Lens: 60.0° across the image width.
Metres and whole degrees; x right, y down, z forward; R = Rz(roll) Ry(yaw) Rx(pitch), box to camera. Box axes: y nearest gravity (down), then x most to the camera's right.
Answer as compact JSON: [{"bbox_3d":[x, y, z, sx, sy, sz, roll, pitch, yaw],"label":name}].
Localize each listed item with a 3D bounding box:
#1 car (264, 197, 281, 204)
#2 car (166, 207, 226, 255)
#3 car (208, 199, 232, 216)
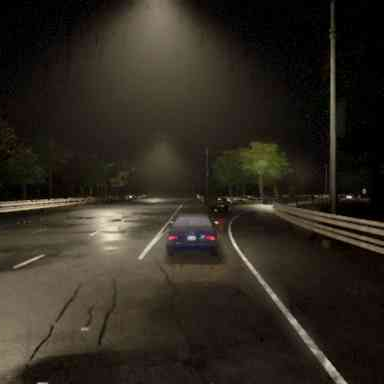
[{"bbox_3d":[13.918,1.465,57.495,1.994,1.385,4.181,0,0,33],"label":"car"},{"bbox_3d":[0.077,1.528,13.253,2.033,1.411,5.357,0,0,2],"label":"car"},{"bbox_3d":[2.739,1.445,32.047,2.128,1.511,4.902,0,0,14],"label":"car"}]
